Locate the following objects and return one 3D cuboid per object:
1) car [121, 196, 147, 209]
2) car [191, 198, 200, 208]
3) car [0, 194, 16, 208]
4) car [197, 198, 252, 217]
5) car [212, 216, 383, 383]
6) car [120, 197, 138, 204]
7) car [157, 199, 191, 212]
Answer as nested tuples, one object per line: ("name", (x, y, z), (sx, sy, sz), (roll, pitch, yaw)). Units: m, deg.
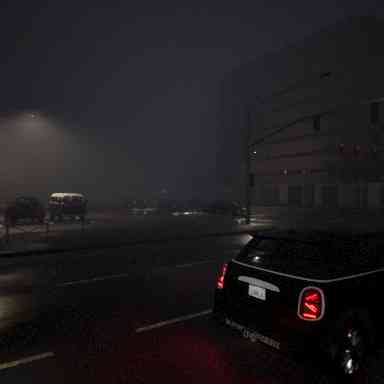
("car", (-8.287, 1.407, 47.579), (2.097, 1.767, 4.553), (0, 0, -35))
("car", (0.686, 1.581, 47.359), (1.812, 1.442, 4.674), (0, 0, -35))
("car", (-31.719, 1.209, 56.462), (1.932, 1.855, 4.605), (0, 0, -35))
("car", (3.168, 1.603, 31.431), (2.033, 1.411, 5.357), (0, 0, -35))
("car", (2.601, 1.352, 5.658), (4.553, 1.767, 2.097), (0, 0, -35))
("car", (-12.565, 1.619, 66.016), (1.994, 1.385, 4.181), (0, 0, -35))
("car", (-2.525, 1.581, 39.464), (1.812, 1.442, 4.674), (0, 0, -36))
